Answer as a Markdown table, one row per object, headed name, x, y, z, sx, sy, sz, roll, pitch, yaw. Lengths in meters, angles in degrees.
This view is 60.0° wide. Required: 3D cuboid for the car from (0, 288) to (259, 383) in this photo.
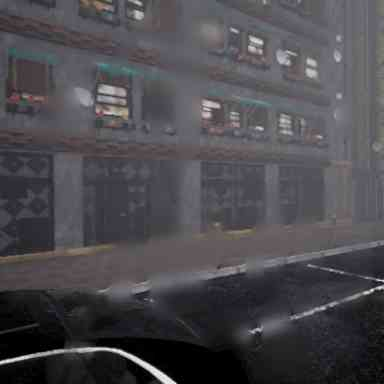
| name | x | y | z | sx | sy | sz | roll | pitch | yaw |
| --- | --- | --- | --- | --- | --- | --- | --- | --- | --- |
| car | -1.737 | 1.507 | 1.826 | 4.892 | 1.490 | 1.837 | 1 | 0 | -35 |
